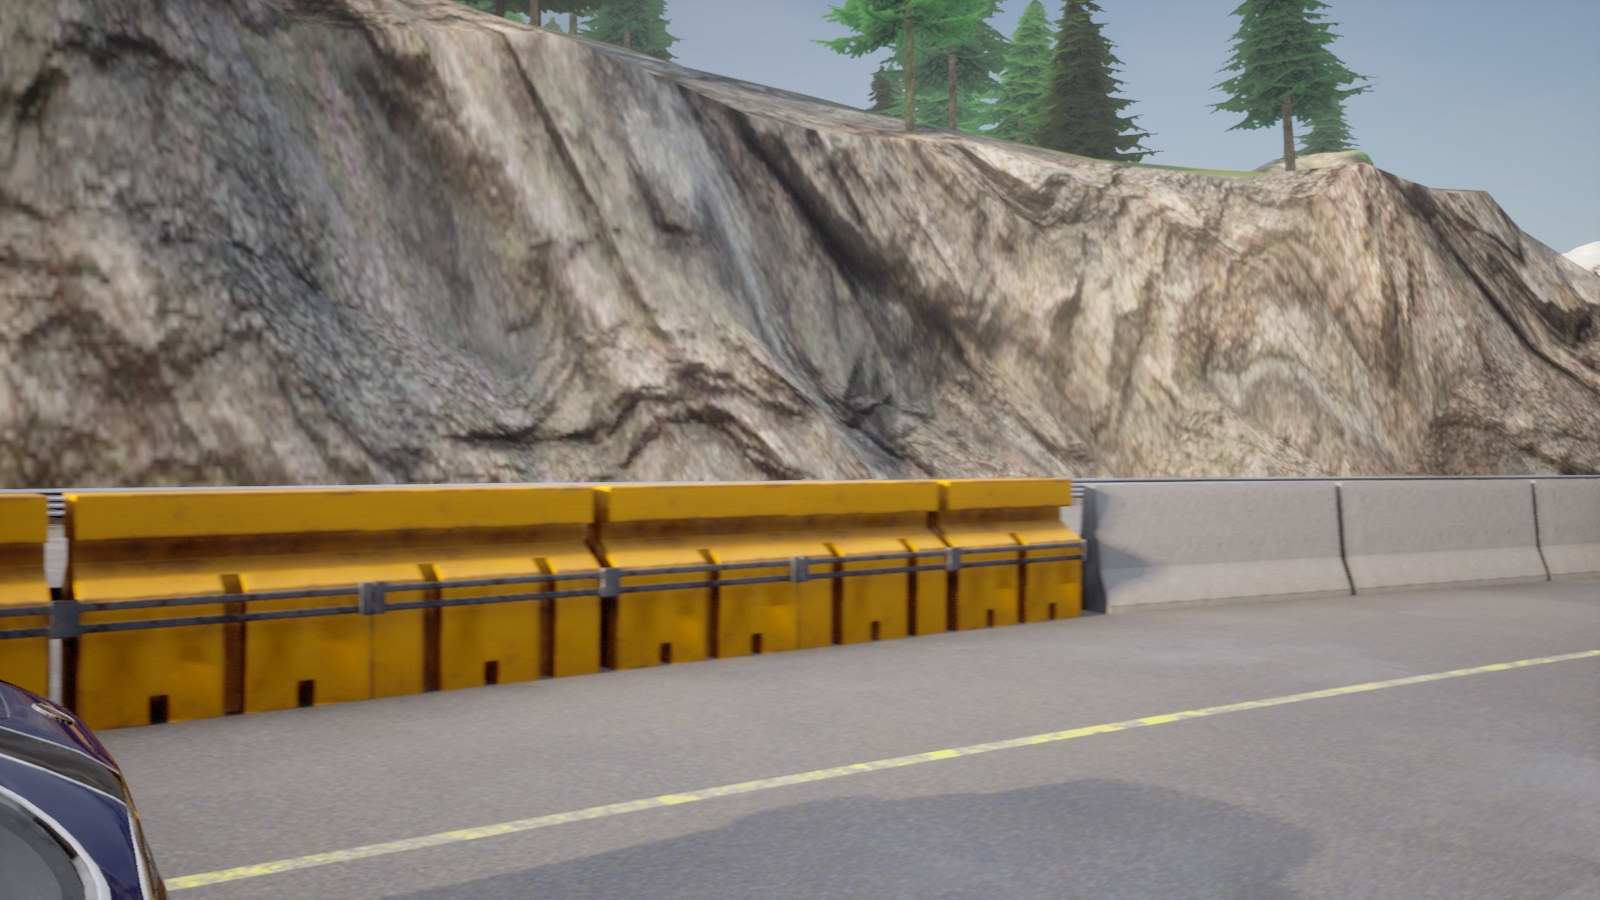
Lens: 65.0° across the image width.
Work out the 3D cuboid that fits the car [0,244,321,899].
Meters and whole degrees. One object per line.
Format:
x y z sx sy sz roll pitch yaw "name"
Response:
-3.192 0.612 1.440 4.553 1.767 2.097 0 0 -36 "car"
